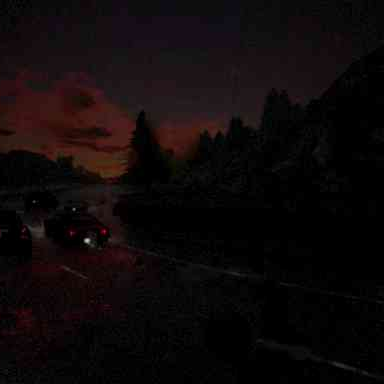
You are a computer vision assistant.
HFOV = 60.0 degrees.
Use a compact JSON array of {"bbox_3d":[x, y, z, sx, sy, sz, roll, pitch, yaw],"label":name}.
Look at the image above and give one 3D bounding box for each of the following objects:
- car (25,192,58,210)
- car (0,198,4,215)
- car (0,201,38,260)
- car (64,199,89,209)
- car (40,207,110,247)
[{"bbox_3d":[-15.632,0.998,34.701,2.150,2.045,5.566,1,1,-10],"label":"car"},{"bbox_3d":[-17.910,1.290,28.341,1.837,1.490,4.892,1,0,-12],"label":"car"},{"bbox_3d":[-7.202,1.299,11.772,2.097,1.767,4.553,1,0,-37],"label":"car"},{"bbox_3d":[-12.293,1.420,35.786,1.895,1.301,4.718,1,1,-10],"label":"car"},{"bbox_3d":[-5.414,1.599,15.146,1.895,1.301,4.718,2,0,-34],"label":"car"}]
